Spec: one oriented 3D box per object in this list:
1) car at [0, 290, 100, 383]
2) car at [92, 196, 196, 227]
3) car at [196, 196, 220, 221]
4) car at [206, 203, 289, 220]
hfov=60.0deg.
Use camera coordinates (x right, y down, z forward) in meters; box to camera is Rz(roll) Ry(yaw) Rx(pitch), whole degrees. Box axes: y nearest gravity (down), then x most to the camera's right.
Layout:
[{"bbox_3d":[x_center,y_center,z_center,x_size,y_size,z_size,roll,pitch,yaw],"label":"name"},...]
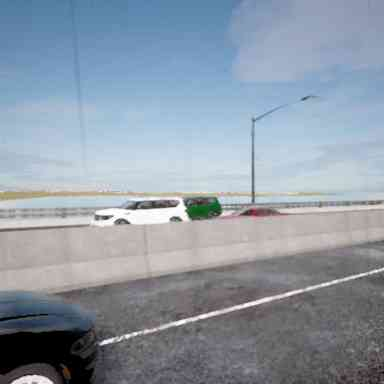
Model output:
[{"bbox_3d":[-3.325,1.496,2.787,5.008,1.535,1.882,0,0,-35],"label":"car"},{"bbox_3d":[-2.808,1.320,19.018,5.566,2.045,2.150,0,0,-35],"label":"car"},{"bbox_3d":[-0.231,1.348,25.043,5.566,2.045,2.150,0,0,-34],"label":"car"},{"bbox_3d":[3.493,1.572,19.105,5.008,1.535,1.882,0,0,-34],"label":"car"}]
